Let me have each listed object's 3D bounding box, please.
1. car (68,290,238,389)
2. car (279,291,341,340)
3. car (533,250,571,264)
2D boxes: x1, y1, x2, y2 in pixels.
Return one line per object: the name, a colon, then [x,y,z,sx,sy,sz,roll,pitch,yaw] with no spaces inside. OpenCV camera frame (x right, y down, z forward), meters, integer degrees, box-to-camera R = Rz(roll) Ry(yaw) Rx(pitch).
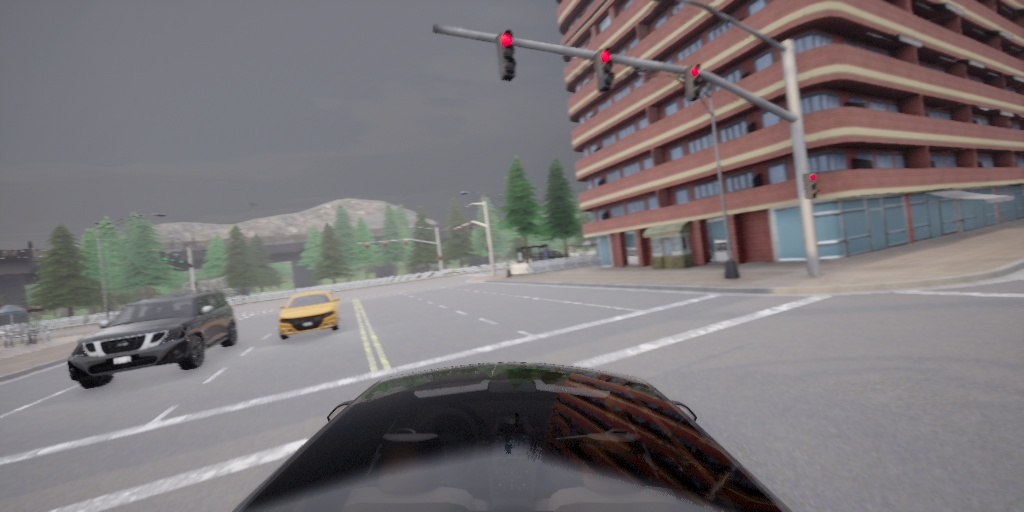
car: [-10.230,2.199,10.831,2.150,2.045,5.566,-7,0,-25]
car: [-8.111,2.204,14.630,1.882,1.535,5.008,-7,0,-25]
car: [5.271,0.292,47.005,5.566,2.045,2.150,-7,0,-24]
